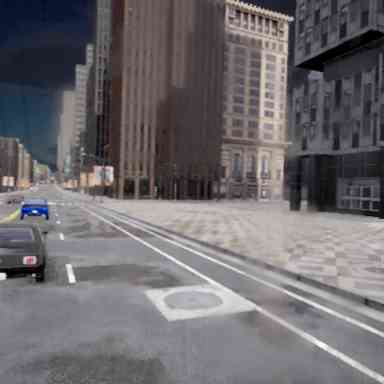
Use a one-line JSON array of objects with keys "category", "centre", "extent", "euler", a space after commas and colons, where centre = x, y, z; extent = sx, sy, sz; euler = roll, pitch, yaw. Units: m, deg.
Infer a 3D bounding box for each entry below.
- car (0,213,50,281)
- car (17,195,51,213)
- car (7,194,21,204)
[{"category": "car", "centre": [-4.934, 1.476, 9.029], "extent": [1.895, 1.301, 4.718], "euler": [1, 0, -23]}, {"category": "car", "centre": [-11.954, 1.200, 25.545], "extent": [1.882, 1.535, 5.008], "euler": [1, 0, -23]}, {"category": "car", "centre": [-24.604, 1.022, 46.708], "extent": [1.994, 1.385, 4.181], "euler": [1, 0, -23]}]
